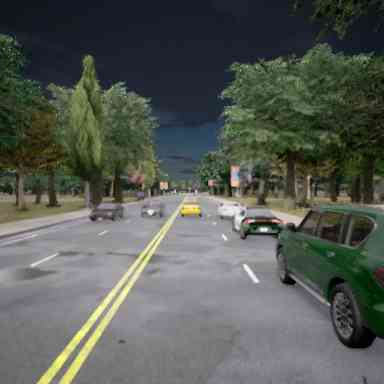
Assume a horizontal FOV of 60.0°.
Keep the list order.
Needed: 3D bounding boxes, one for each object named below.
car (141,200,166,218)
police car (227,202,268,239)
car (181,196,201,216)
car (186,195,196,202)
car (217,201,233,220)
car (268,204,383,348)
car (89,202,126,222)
[{"bbox_3d":[-3.388,1.490,29.641,2.128,1.511,4.902,0,0,0],"label":"car"},{"bbox_3d":[3.237,1.507,17.387,2.038,1.542,4.974,0,0,0],"label":"police car"},{"bbox_3d":[-0.066,1.452,32.202,1.801,1.575,5.366,0,0,0],"label":"car"},{"bbox_3d":[-0.269,1.478,74.374,2.128,1.511,4.902,0,0,0],"label":"car"},{"bbox_3d":[3.214,1.524,28.392,1.812,1.442,4.674,0,0,0],"label":"car"},{"bbox_3d":[3.249,1.222,6.412,2.150,2.045,5.566,0,0,0],"label":"car"},{"bbox_3d":[-6.633,1.547,26.694,2.033,1.411,5.357,0,0,0],"label":"car"}]
